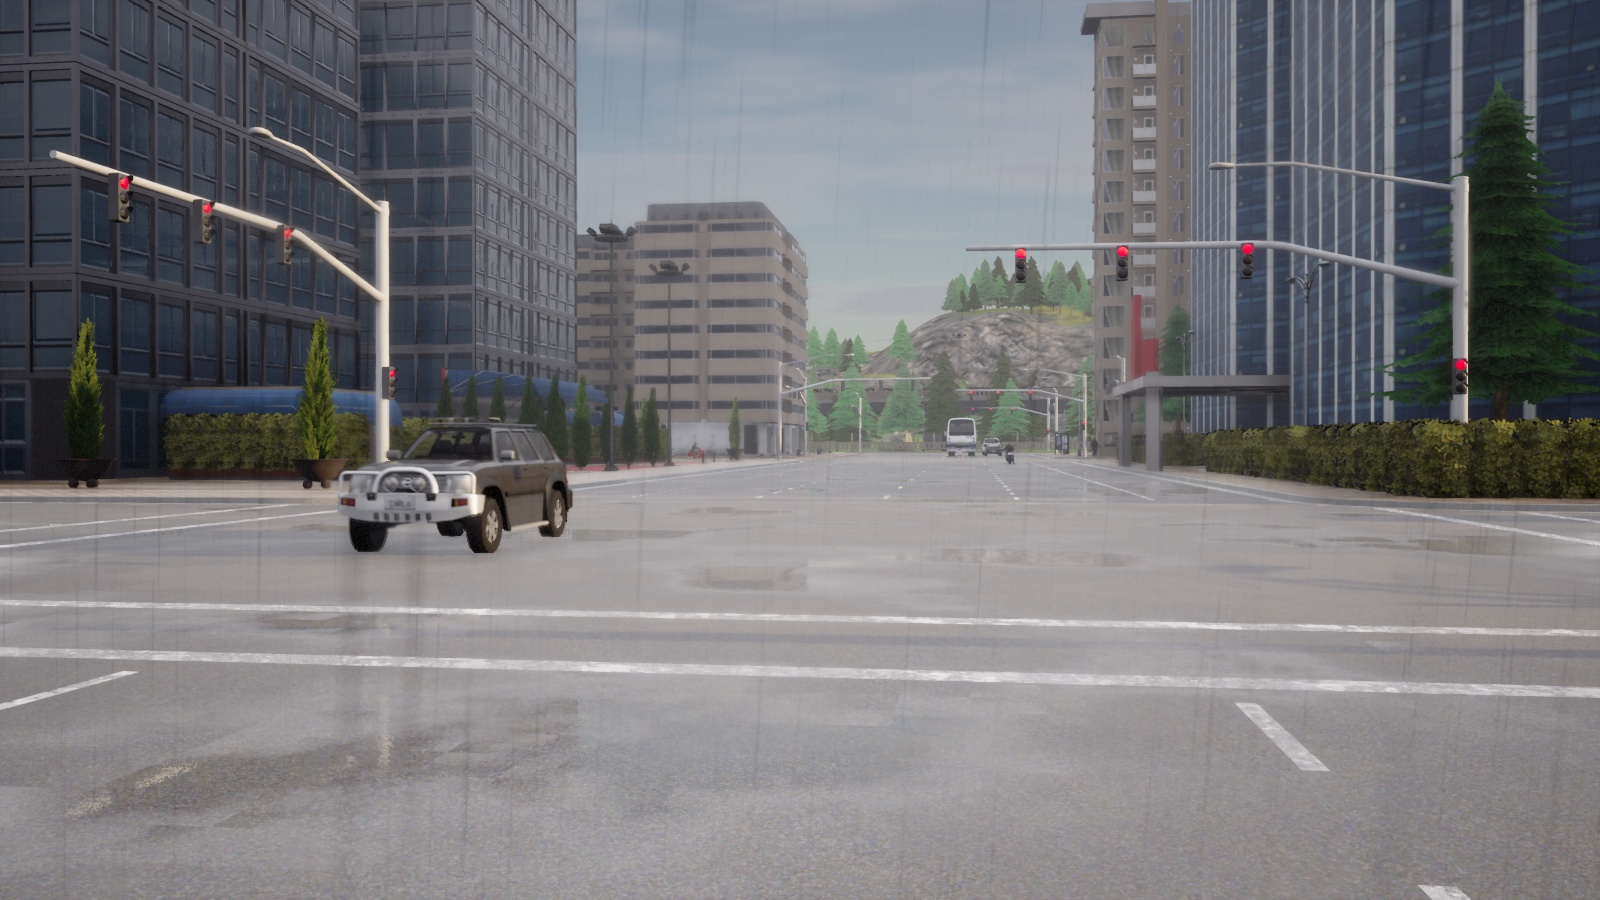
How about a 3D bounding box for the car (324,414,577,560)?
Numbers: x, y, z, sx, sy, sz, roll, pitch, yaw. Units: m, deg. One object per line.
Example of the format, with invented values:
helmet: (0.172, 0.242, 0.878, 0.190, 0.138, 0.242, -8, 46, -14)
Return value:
car: (-4.877, 0.456, 18.301, 1.932, 1.855, 4.605, 0, 0, 7)
